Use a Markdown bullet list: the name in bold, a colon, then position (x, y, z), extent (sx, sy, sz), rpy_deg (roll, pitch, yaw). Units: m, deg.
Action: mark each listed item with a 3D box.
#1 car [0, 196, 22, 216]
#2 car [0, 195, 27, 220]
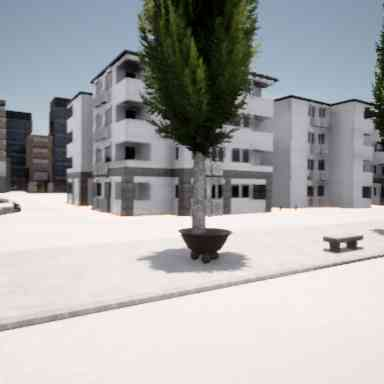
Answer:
- **car**: position (-13.880, 0.878, 23.479), extent (1.853, 1.218, 4.536), rpy_deg (1, 1, -2)
- **car**: position (-13.884, 1.034, 23.534), extent (2.038, 1.542, 4.974), rpy_deg (1, 1, -2)
